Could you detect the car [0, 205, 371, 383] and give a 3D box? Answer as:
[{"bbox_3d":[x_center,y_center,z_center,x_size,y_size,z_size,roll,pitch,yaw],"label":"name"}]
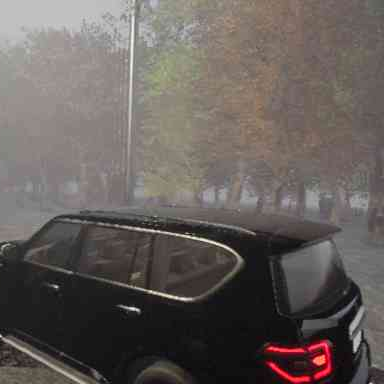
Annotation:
[{"bbox_3d":[-0.823,1.189,4.315,5.566,2.045,2.150,3,2,35],"label":"car"}]
